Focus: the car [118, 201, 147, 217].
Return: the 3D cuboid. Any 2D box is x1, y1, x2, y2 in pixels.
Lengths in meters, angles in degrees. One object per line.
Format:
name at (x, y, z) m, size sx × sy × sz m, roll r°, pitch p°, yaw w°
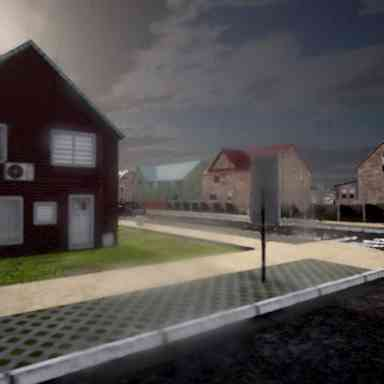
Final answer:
car at (-6.846, 1.828, 37.126) m, size 2.097 × 1.767 × 4.553 m, roll 0°, pitch -1°, yaw -34°
